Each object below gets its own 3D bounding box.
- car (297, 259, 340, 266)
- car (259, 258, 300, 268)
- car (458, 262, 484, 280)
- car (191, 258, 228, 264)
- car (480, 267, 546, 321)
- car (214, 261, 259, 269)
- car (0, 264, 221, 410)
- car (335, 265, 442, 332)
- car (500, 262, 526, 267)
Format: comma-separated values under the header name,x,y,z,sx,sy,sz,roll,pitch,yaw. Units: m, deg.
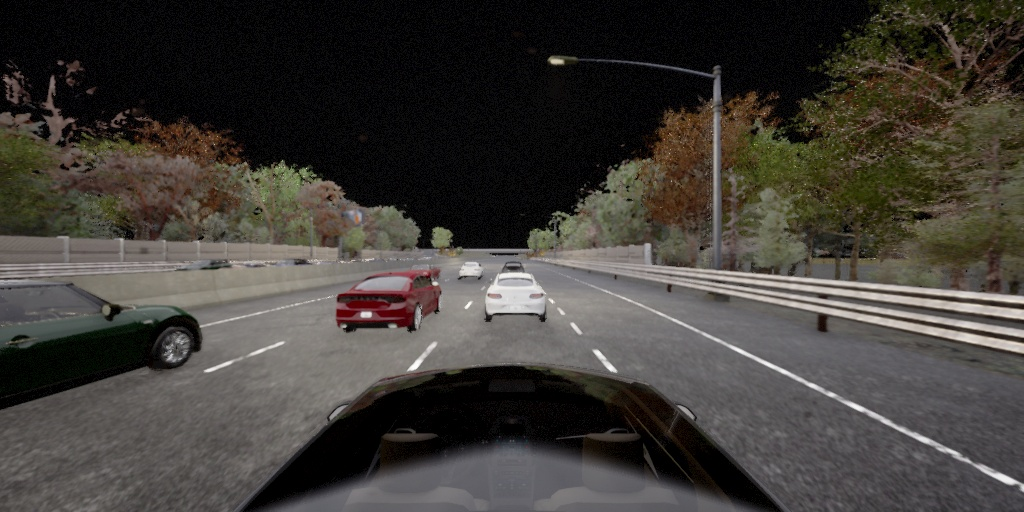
name,x,y,z,sx,sy,sz,roll,pitch,yaw
car,-17.590,1.245,34.090,2.033,1.411,5.357,0,0,0
car,-21.085,1.050,33.990,2.097,1.767,4.553,0,0,0
car,-3.409,1.227,30.839,1.812,1.442,4.674,0,0,0
car,-28.084,1.052,32.995,2.097,1.767,4.553,0,0,0
car,0.102,1.255,12.171,1.812,1.442,4.674,0,0,0
car,-24.589,1.300,33.335,1.895,1.301,4.718,0,0,0
car,-6.900,1.095,4.871,2.097,1.767,4.553,0,0,0
car,-3.400,1.209,10.839,1.882,1.535,5.008,0,0,0
car,0.106,1.208,29.776,1.837,1.490,4.892,0,0,0
